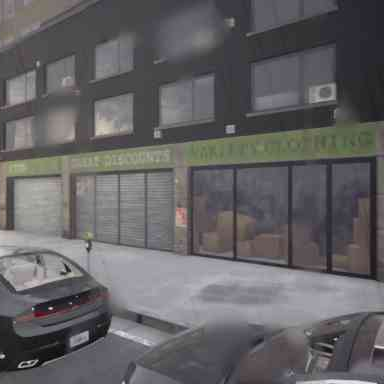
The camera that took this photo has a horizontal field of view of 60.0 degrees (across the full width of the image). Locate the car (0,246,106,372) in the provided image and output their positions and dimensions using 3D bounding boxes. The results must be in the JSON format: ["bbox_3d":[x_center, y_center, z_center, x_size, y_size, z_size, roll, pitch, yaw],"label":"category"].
[{"bbox_3d":[-3.146,1.550,5.307,4.403,1.369,2.008,0,0,35],"label":"car"}]

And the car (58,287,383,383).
[{"bbox_3d":[1.362,1.551,2.116,4.403,1.369,2.008,0,0,35],"label":"car"}]
